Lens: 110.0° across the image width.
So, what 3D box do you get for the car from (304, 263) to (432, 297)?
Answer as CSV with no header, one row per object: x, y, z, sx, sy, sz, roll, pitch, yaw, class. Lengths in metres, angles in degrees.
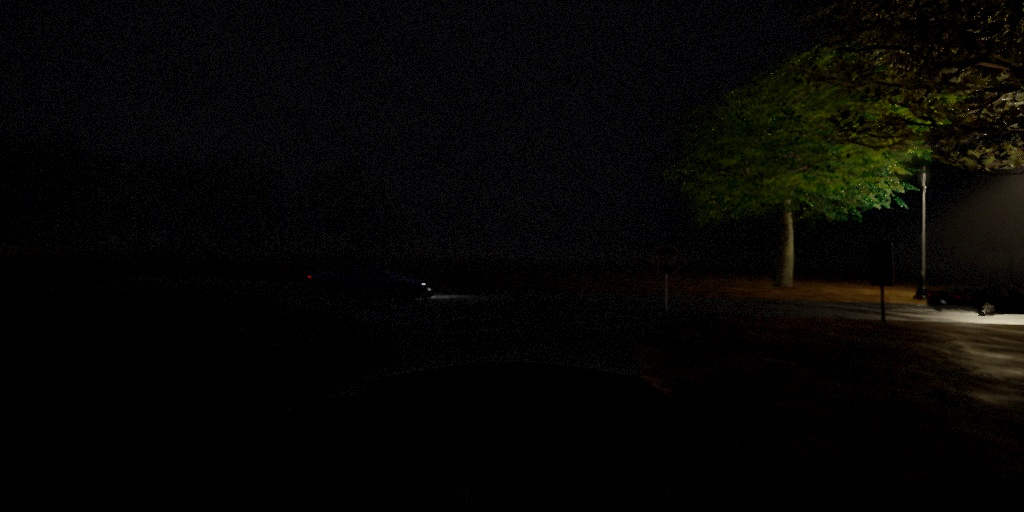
-6.499,1.048,16.551,5.357,1.411,2.033,2,-2,-3,car

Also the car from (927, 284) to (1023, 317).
23.933,2.222,17.972,5.008,1.535,1.882,2,-2,-3,car
